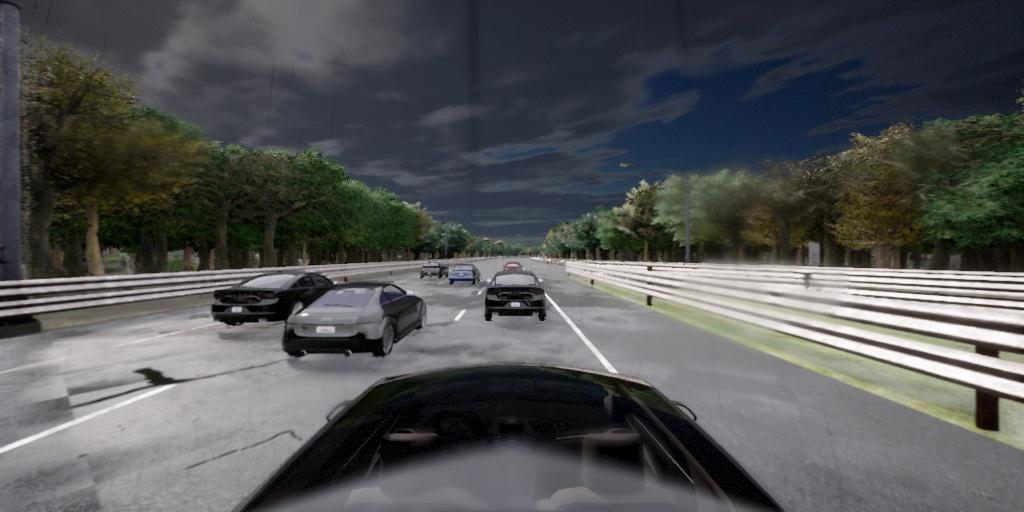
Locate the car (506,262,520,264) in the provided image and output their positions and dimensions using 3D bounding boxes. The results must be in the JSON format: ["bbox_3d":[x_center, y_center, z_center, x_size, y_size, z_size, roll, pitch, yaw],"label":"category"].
[{"bbox_3d":[0.100,1.282,33.664,1.812,1.442,4.674,0,0,0],"label":"car"}]

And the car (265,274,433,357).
[{"bbox_3d":[-3.402,1.315,8.549,1.994,1.385,4.181,0,0,0],"label":"car"}]

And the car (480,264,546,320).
[{"bbox_3d":[0.100,1.229,12.678,1.882,1.535,5.008,0,0,0],"label":"car"}]

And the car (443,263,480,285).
[{"bbox_3d":[-3.401,1.301,26.471,2.033,1.411,5.357,0,0,0],"label":"car"}]

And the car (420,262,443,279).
[{"bbox_3d":[-6.900,1.247,32.404,2.128,1.511,4.902,0,0,0],"label":"car"}]

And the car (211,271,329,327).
[{"bbox_3d":[-6.904,1.215,11.472,1.882,1.535,5.008,0,-1,0],"label":"car"}]

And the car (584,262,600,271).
[{"bbox_3d":[10.077,1.425,43.797,1.895,1.301,4.718,0,0,-12],"label":"car"}]
